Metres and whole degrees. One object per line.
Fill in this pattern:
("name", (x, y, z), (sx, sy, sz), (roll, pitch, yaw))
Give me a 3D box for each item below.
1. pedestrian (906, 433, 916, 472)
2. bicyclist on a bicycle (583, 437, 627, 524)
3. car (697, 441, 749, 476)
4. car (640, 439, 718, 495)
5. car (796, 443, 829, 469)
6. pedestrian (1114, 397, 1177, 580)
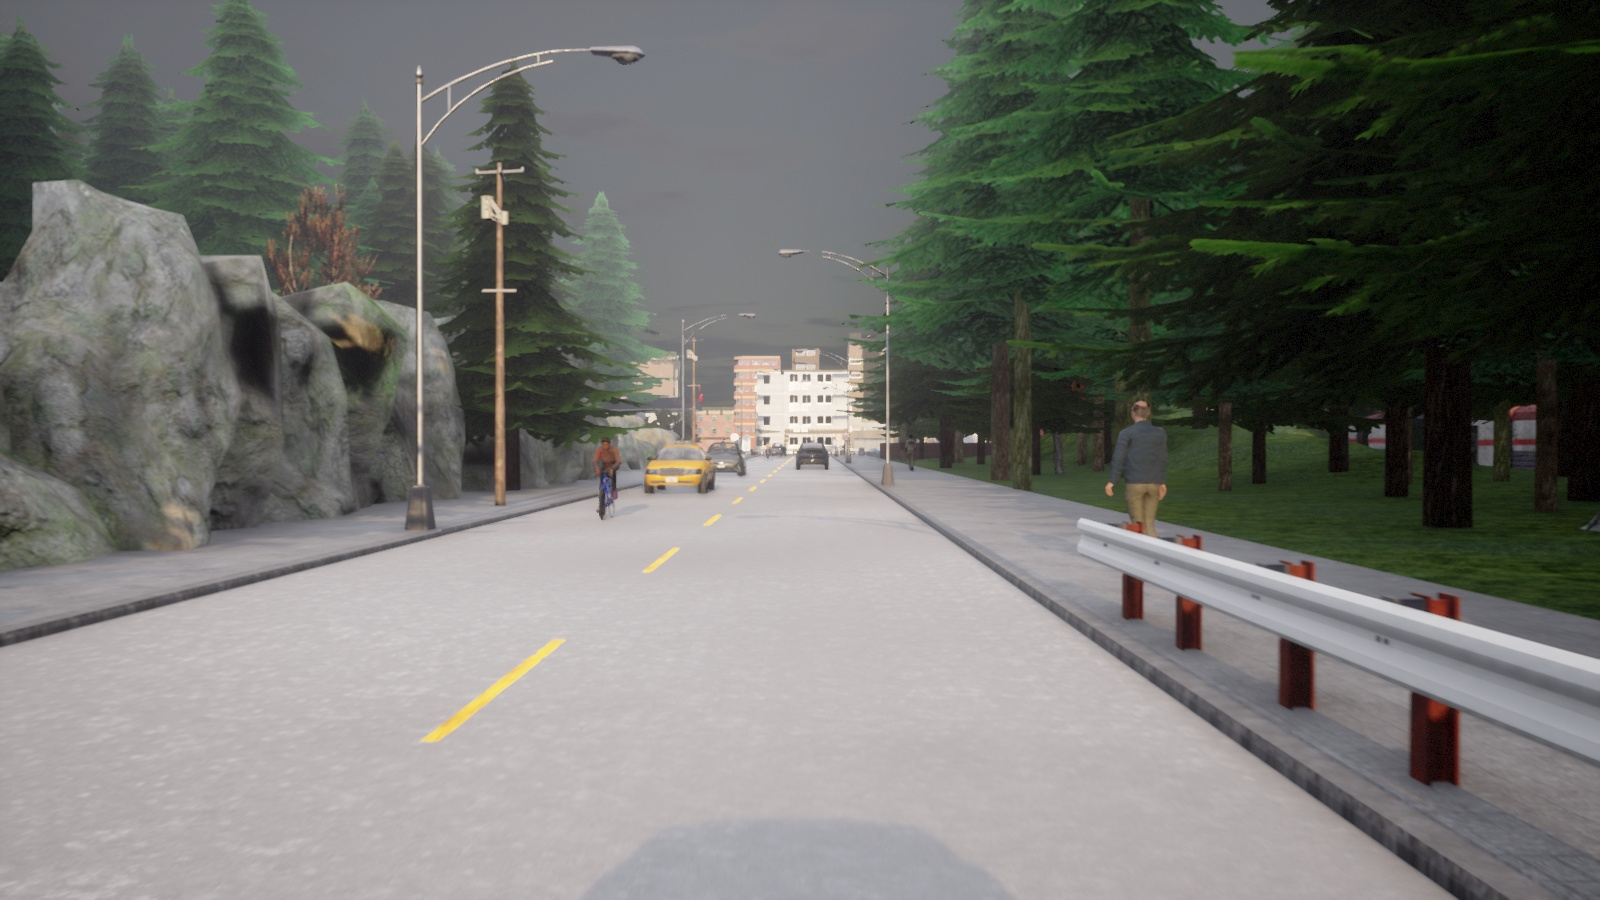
("pedestrian", (5.441, 0.113, 61.620), (0.396, 1.930, 0.692), (0, 0, -2))
("bicyclist on a bicycle", (-3.762, 0.559, 24.345), (0.582, 1.620, 1.656), (0, 1, 1))
("car", (-3.440, 0.370, 56.899), (2.007, 1.525, 4.514), (0, 0, 1))
("car", (-3.624, 0.465, 38.385), (1.801, 1.575, 5.366), (0, 0, 1))
("car", (0.714, 0.342, 72.301), (1.837, 1.490, 4.892), (0, 0, 1))
("pedestrian", (3.559, 0.386, 12.976), (0.402, 1.842, 0.726), (0, 0, -5))
